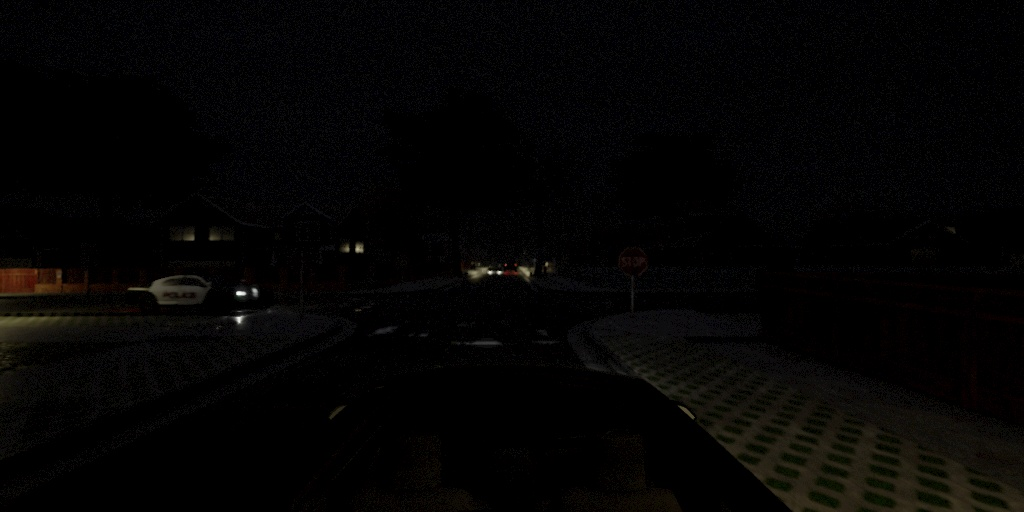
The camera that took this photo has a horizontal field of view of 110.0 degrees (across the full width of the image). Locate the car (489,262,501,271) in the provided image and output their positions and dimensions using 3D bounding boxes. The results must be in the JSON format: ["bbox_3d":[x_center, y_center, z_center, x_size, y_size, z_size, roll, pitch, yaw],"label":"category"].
[{"bbox_3d":[-2.997,1.807,64.345,2.097,1.767,4.553,0,-1,0],"label":"car"}]

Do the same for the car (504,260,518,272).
[{"bbox_3d":[-0.231,1.628,60.188,2.150,2.045,5.566,0,-1,0],"label":"car"}]

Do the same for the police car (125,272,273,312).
[{"bbox_3d":[-12.798,1.468,14.970,4.974,1.542,2.038,0,-1,0],"label":"police car"}]
